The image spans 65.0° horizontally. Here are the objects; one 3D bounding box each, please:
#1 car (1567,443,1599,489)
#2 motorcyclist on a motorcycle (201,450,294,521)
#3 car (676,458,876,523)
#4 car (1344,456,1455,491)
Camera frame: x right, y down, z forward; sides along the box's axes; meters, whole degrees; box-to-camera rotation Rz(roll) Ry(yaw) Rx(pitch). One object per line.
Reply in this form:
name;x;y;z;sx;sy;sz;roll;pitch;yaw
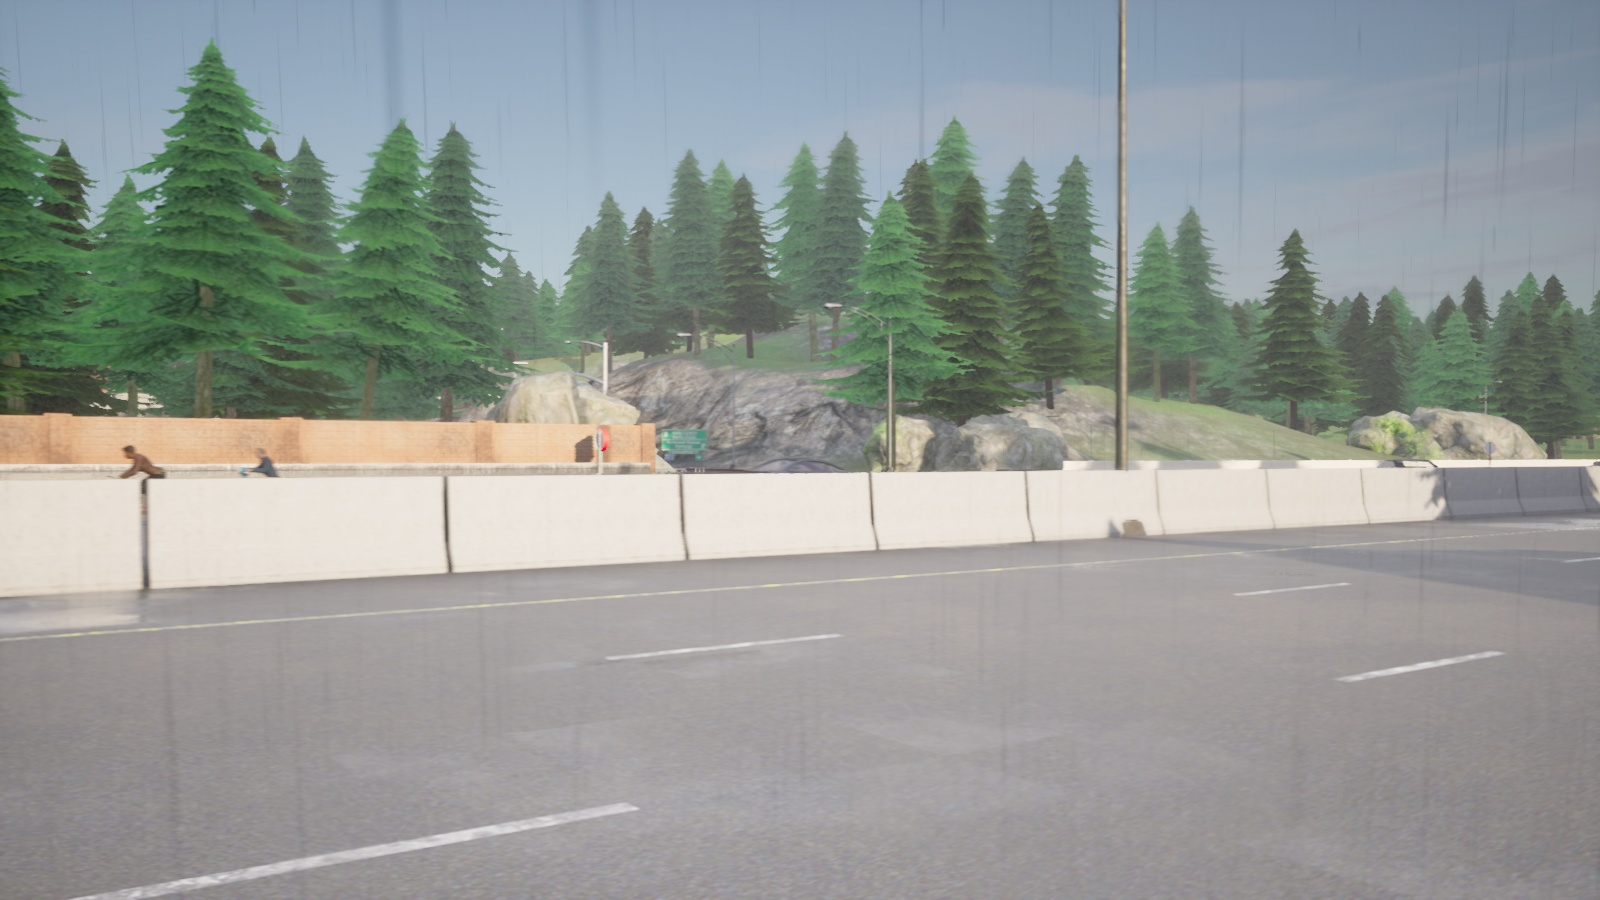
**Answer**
car;30.618;0.572;46.292;5.027;1.651;2.152;0;0;-35
motorcyclist on a motorcycle;-12.711;0.796;28.927;1.817;1.590;0.866;0;0;-35
car;-0.520;0.880;28.883;4.181;1.385;1.994;0;0;-35
car;23.986;0.918;50.203;4.718;1.301;1.895;0;0;-35
